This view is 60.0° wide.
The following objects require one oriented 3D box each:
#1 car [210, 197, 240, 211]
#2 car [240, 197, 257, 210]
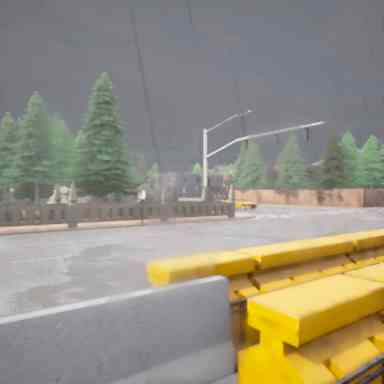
[{"bbox_3d":[2.986,1.437,40.163,2.128,1.511,4.902,0,0,-36],"label":"car"},{"bbox_3d":[6.040,1.419,41.907,1.882,1.535,5.008,0,1,-36],"label":"car"}]
